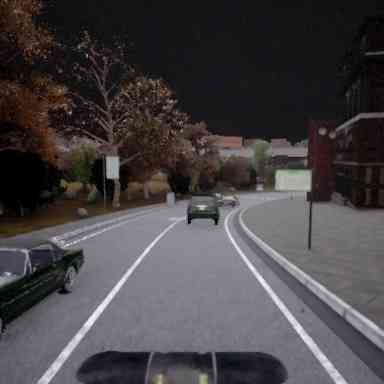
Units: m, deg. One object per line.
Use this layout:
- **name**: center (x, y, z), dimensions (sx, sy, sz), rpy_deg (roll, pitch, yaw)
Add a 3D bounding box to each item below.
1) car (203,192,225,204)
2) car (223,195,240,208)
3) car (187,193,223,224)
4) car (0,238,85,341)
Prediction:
- **car**: center (3.230, 0.886, 48.712), dimensions (1.812, 1.442, 4.674), rpy_deg (2, 2, 21)
- **car**: center (4.828, 1.155, 42.241), dimensions (1.812, 1.442, 4.674), rpy_deg (2, 2, 17)
- **car**: center (0.938, 1.149, 24.302), dimensions (2.150, 2.045, 5.566), rpy_deg (1, 1, 6)
- **car**: center (-3.571, 1.589, 5.962), dimensions (1.895, 1.301, 4.718), rpy_deg (0, 0, 0)
